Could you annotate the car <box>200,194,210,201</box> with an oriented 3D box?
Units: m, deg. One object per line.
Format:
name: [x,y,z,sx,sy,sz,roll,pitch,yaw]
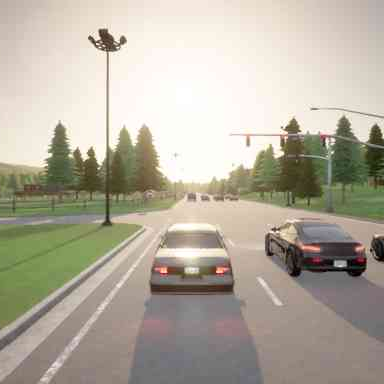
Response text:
car: [3.464,1.531,83.558,2.033,1.411,5.357,0,0,0]

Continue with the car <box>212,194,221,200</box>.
car: [6.960,1.372,93.979,2.033,1.411,5.357,0,0,0]

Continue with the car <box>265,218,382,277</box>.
car: [3.515,1.526,10.149,1.812,1.442,4.674,0,0,0]

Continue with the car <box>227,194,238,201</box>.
car: [10.464,1.587,84.007,1.895,1.301,4.718,0,0,0]

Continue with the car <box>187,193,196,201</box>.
car: [-0.036,1.217,83.586,2.150,2.045,5.566,0,0,0]

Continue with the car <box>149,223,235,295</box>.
car: [0.001,1.547,8.871,2.033,1.411,5.357,0,0,0]

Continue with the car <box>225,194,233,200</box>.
car: [10.460,1.356,93.981,1.812,1.442,4.674,0,0,0]

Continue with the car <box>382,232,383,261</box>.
car: [7.004,1.564,9.610,1.994,1.385,4.181,0,0,1]

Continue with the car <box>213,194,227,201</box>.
car: [6.964,1.347,83.946,2.097,1.767,4.553,0,0,0]

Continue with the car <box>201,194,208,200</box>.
car: [3.460,1.310,93.978,1.882,1.535,5.008,0,0,0]
